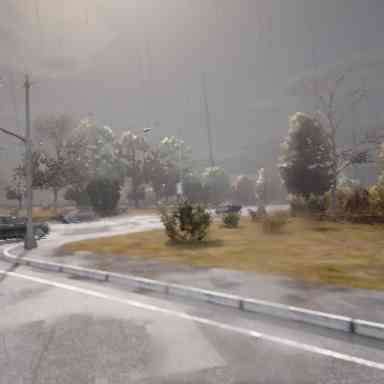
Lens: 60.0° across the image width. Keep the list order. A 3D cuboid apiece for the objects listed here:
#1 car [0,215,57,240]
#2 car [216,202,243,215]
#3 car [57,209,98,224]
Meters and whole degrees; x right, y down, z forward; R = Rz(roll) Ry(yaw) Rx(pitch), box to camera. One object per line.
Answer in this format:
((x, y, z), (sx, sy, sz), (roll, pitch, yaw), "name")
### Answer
((-10.292, 2.002, 18.122), (1.837, 1.490, 4.892), (-2, -1, 35), "car")
((4.683, 2.039, 41.096), (2.128, 1.511, 4.902), (-3, -2, 32), "car")
((-11.920, 2.513, 34.664), (1.994, 1.385, 4.181), (-3, -2, 33), "car")
